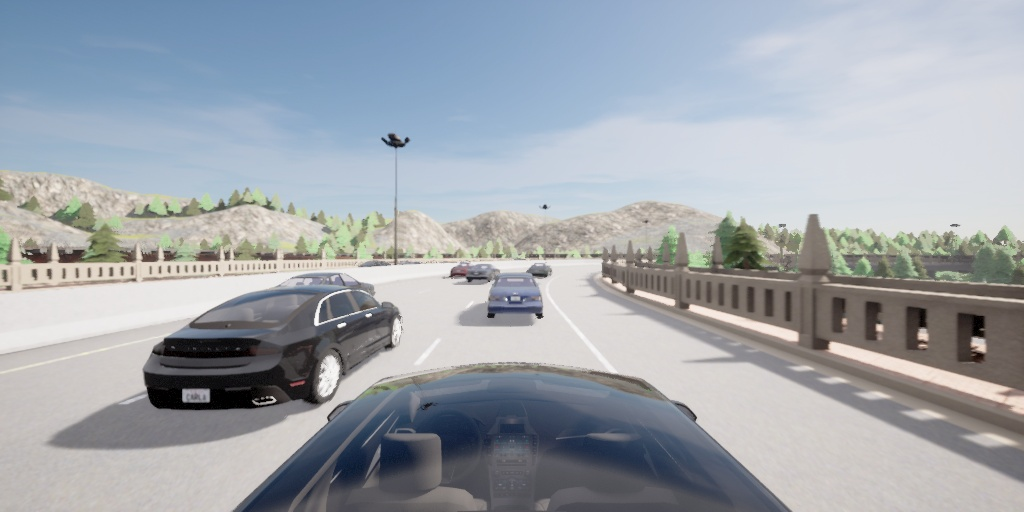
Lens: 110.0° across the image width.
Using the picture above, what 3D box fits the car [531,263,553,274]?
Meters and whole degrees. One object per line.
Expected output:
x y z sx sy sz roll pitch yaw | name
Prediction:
2.727 1.336 34.441 1.994 1.385 4.181 0 0 13 | car

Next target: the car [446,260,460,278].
-4.417 1.336 34.535 1.994 1.385 4.181 0 0 13 | car

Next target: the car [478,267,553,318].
0.126 1.305 13.074 2.033 1.411 5.357 0 0 1 | car

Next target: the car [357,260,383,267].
-16.774 1.283 43.438 1.837 1.490 4.892 0 0 16 | car

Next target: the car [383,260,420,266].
-13.024 1.269 43.796 2.128 1.511 4.902 0 0 17 | car

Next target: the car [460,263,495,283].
-2.162 1.316 28.262 2.033 1.411 5.357 0 0 9 | car

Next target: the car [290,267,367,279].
-6.872 1.305 13.204 2.033 1.411 5.357 0 0 1 | car

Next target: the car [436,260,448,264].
-8.573 1.257 46.260 1.882 1.535 5.008 0 0 19 | car

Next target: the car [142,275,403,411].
-3.400 1.258 6.282 1.837 1.490 4.892 0 0 0 | car
